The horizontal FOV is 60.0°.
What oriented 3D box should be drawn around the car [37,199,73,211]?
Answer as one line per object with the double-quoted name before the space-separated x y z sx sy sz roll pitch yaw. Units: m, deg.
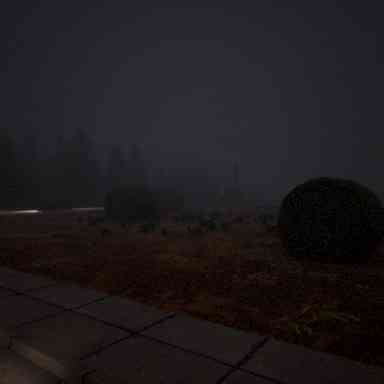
"car" -17.071 1.613 41.690 1.994 1.385 4.181 0 0 37
